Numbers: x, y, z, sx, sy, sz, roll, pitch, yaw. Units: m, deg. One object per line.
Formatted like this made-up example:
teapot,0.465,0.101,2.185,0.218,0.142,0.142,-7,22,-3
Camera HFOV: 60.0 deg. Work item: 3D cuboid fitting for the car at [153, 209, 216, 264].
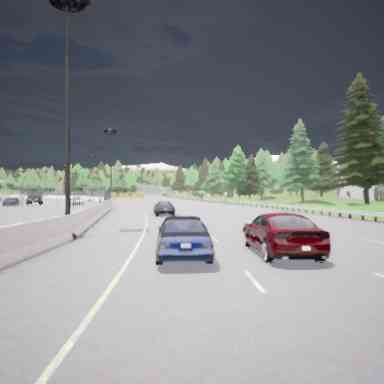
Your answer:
car,-0.323,1.542,11.771,2.033,1.411,5.357,0,0,-4

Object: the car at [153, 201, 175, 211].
car,-2.781,1.554,32.913,1.994,1.385,4.181,0,0,-9

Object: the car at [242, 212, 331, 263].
car,3.136,1.462,11.989,1.882,1.535,5.008,0,0,-3
